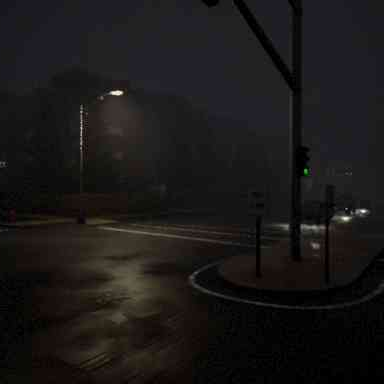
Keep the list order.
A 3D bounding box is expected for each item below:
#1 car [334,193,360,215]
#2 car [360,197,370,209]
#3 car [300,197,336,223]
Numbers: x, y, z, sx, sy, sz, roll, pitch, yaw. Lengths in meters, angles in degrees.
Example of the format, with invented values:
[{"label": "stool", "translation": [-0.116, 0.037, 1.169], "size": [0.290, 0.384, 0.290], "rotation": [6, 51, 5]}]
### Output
[{"label": "car", "translation": [15.462, 1.178, 34.391], "size": [2.150, 2.045, 5.566], "rotation": [0, 0, 35]}, {"label": "car", "translation": [22.657, 1.447, 44.619], "size": [2.128, 1.511, 4.902], "rotation": [0, 0, 35]}, {"label": "car", "translation": [9.415, 1.434, 25.769], "size": [1.882, 1.535, 5.008], "rotation": [0, 0, 35]}]
